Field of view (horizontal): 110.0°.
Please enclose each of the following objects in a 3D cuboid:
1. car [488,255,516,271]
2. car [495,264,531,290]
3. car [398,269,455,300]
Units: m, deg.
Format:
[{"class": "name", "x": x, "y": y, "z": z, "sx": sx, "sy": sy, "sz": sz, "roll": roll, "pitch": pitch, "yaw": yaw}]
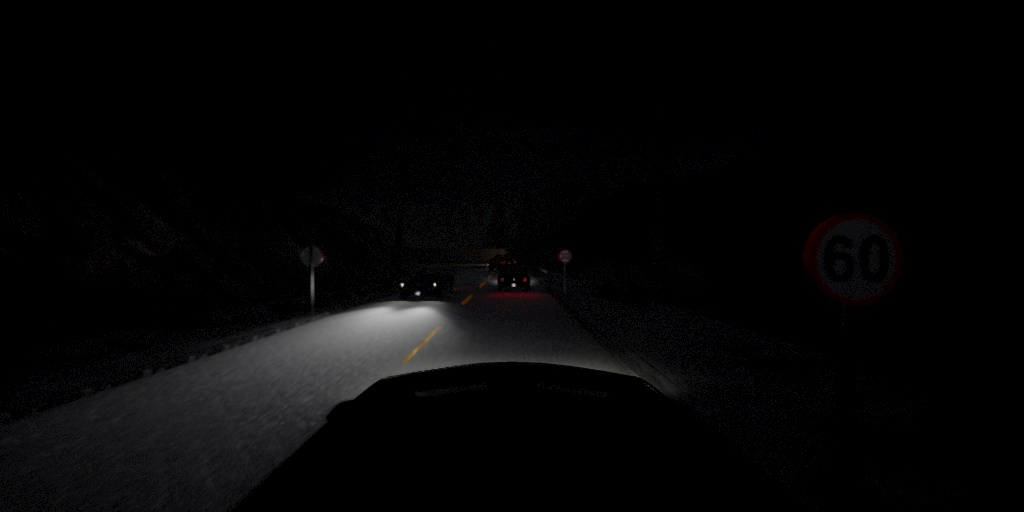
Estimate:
[{"class": "car", "x": -1.308, "y": 0.941, "z": 45.869, "sx": 2.150, "sy": 2.045, "sz": 5.566, "roll": 1, "pitch": 0, "yaw": -22}, {"class": "car", "x": 0.102, "y": 1.336, "z": 21.965, "sx": 1.895, "sy": 1.301, "sz": 4.718, "roll": 0, "pitch": 0, "yaw": 0}, {"class": "car", "x": -4.095, "y": 1.339, "z": 17.861, "sx": 1.895, "sy": 1.301, "sz": 4.718, "roll": 0, "pitch": 0, "yaw": 0}]
